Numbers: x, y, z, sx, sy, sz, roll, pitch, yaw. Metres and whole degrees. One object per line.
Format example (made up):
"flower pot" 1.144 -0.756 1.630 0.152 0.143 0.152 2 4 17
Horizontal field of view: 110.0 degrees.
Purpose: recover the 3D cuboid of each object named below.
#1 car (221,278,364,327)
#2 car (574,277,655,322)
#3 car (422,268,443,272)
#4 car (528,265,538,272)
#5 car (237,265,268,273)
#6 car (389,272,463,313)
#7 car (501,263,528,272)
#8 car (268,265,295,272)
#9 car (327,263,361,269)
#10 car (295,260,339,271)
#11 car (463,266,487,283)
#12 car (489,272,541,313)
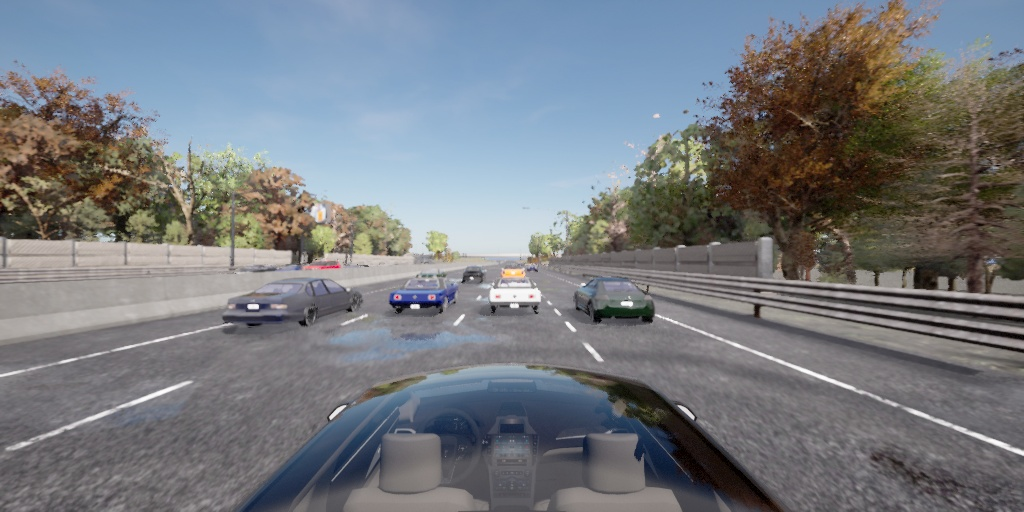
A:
"car" -6.908 1.432 12.066 2.033 1.411 5.357 0 -1 0
"car" 3.505 1.452 12.929 1.994 1.385 4.181 0 -1 0
"car" -6.903 1.742 31.438 1.895 1.301 4.718 0 -1 0
"car" 3.491 2.170 63.613 1.895 1.301 4.718 0 -1 0
"car" -28.093 1.742 39.664 2.128 1.511 4.902 0 -1 0
"car" -3.403 1.522 14.841 1.895 1.301 4.718 0 -1 0
"car" 0.093 1.509 32.568 2.097 1.767 4.553 0 -1 0
"car" -24.597 1.784 40.181 1.812 1.442 4.674 0 -1 0
"car" -17.600 1.793 39.228 2.033 1.411 5.357 0 -1 0
"car" -21.099 1.473 39.852 2.150 2.045 5.566 0 0 0
"car" -3.404 1.665 32.855 1.837 1.490 4.892 0 -1 0
"car" 0.097 1.525 15.082 1.895 1.301 4.718 0 -1 0
